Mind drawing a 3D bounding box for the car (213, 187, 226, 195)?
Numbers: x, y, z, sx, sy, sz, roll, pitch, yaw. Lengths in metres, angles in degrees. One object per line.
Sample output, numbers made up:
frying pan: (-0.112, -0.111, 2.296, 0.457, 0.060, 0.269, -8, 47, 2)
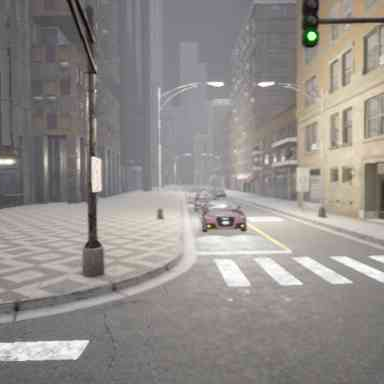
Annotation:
car: (3.557, 0.122, 46.677, 1.994, 1.385, 4.181, -1, 2, -2)

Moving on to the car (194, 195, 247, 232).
car: (1.346, 1.063, 16.063, 1.994, 1.385, 4.181, -1, 2, -2)

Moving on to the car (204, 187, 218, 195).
car: (3.234, -0.197, 56.616, 1.994, 1.385, 4.181, -1, 2, -2)

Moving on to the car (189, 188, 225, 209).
car: (1.035, 0.702, 25.906, 2.128, 1.511, 4.902, -1, 2, -2)
